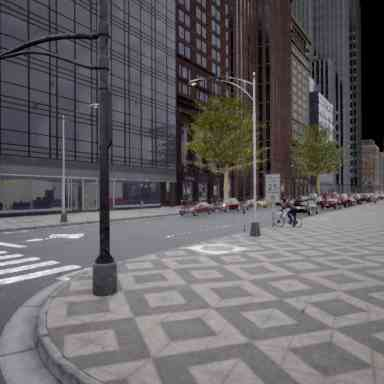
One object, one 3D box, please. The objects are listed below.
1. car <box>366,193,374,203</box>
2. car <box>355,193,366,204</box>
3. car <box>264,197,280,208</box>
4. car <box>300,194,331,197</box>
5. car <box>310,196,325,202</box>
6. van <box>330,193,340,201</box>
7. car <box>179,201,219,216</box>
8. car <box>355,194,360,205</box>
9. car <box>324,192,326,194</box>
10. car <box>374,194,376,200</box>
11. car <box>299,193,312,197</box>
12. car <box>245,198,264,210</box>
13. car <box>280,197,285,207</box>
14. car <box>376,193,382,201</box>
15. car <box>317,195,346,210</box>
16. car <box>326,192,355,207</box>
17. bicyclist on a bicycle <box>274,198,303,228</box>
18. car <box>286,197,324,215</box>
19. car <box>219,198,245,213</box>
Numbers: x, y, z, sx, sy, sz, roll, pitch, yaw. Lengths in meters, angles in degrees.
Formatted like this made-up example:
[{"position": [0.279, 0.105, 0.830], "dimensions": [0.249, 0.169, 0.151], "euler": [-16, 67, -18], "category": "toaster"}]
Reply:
[{"position": [33.077, 1.100, 64.024], "dimensions": [2.192, 1.841, 5.009], "euler": [0, 0, 35], "category": "car"}, {"position": [26.684, 1.118, 54.733], "dimensions": [2.192, 1.841, 5.009], "euler": [0, 0, 35], "category": "car"}, {"position": [9.981, 1.426, 45.492], "dimensions": [1.752, 1.417, 4.829], "euler": [0, 0, 35], "category": "car"}, {"position": [16.527, 1.340, 44.502], "dimensions": [2.128, 1.511, 4.902], "euler": [-1, 0, 35], "category": "car"}, {"position": [26.061, 1.419, 68.864], "dimensions": [1.947, 1.339, 4.313], "euler": [0, 0, 35], "category": "car"}, {"position": [35.647, 1.186, 82.803], "dimensions": [1.690, 1.788, 3.998], "euler": [-1, 0, 35], "category": "van"}, {"position": [0.489, 1.524, 31.694], "dimensions": [1.802, 1.307, 4.206], "euler": [0, 0, 35], "category": "car"}, {"position": [23.490, 1.378, 50.086], "dimensions": [1.947, 1.339, 4.313], "euler": [0, 0, 35], "category": "car"}, {"position": [22.214, 1.052, 52.768], "dimensions": [2.150, 2.045, 5.566], "euler": [-1, 0, 35], "category": "car"}, {"position": [36.370, 1.303, 68.809], "dimensions": [1.752, 1.417, 4.829], "euler": [-1, 0, 35], "category": "car"}, {"position": [19.667, 1.416, 59.571], "dimensions": [1.887, 1.381, 4.507], "euler": [0, 0, 35], "category": "car"}, {"position": [6.882, 1.495, 40.986], "dimensions": [1.802, 1.307, 4.206], "euler": [0, 0, 35], "category": "car"}, {"position": [13.274, 1.456, 50.279], "dimensions": [1.947, 1.339, 4.313], "euler": [0, 0, 35], "category": "car"}, {"position": [42.665, 1.359, 77.959], "dimensions": [1.802, 1.307, 4.206], "euler": [-1, 0, 35], "category": "car"}, {"position": [17.097, 1.377, 40.796], "dimensions": [1.887, 1.381, 4.507], "euler": [0, 0, 35], "category": "car"}, {"position": [20.293, 1.137, 45.442], "dimensions": [2.192, 1.841, 5.009], "euler": [0, 0, 35], "category": "car"}, {"position": [5.277, 1.177, 18.388], "dimensions": [1.656, 1.620, 0.582], "euler": [-1, 0, 35], "category": "bicyclist on a bicycle"}, {"position": [10.706, 1.424, 31.504], "dimensions": [1.947, 1.339, 4.313], "euler": [0, 0, 35], "category": "car"}, {"position": [3.684, 1.367, 36.340], "dimensions": [1.967, 1.590, 4.097], "euler": [0, 0, 35], "category": "car"}]
